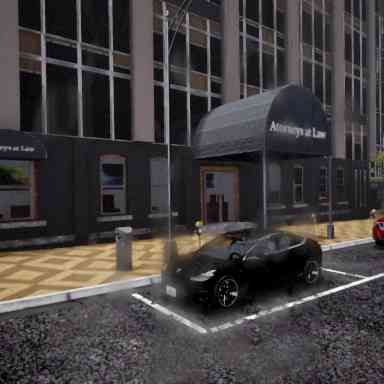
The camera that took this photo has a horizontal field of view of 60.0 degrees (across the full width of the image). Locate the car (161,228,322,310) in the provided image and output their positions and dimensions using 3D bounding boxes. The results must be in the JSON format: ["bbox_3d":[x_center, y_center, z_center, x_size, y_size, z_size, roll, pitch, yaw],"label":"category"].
[{"bbox_3d":[1.329,1.564,7.812,4.313,1.339,1.947,0,-1,-37],"label":"car"}]

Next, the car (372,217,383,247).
[{"bbox_3d":[9.605,1.310,14.014,5.009,1.841,2.192,0,-1,-37],"label":"car"}]
